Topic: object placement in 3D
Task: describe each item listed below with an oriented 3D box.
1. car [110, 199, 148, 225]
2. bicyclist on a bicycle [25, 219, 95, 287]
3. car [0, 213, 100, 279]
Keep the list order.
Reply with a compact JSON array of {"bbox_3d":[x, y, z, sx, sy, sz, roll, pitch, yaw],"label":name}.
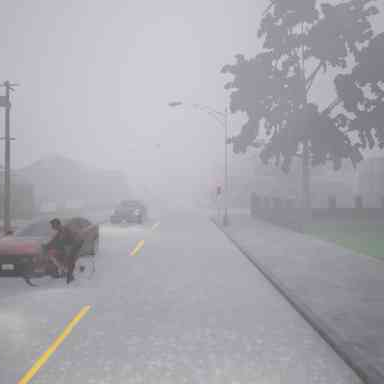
[{"bbox_3d":[-4.507,1.351,24.207,2.097,1.767,4.553,0,0,-1],"label":"car"},{"bbox_3d":[-3.230,1.490,8.254,1.656,1.620,0.582,1,-6,-36],"label":"bicyclist on a bicycle"},{"bbox_3d":[-4.311,1.477,10.280,1.882,1.535,5.008,0,0,0],"label":"car"}]
